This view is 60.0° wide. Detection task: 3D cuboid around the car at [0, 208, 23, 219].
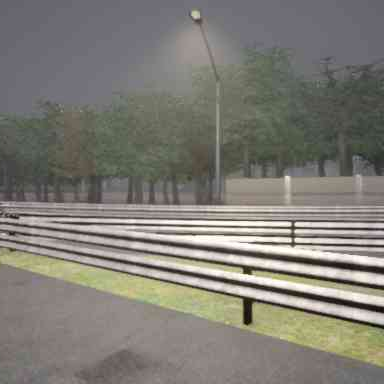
[{"bbox_3d":[-12.732,1.523,19.823,4.718,1.301,1.895,1,0,11],"label":"car"}]
